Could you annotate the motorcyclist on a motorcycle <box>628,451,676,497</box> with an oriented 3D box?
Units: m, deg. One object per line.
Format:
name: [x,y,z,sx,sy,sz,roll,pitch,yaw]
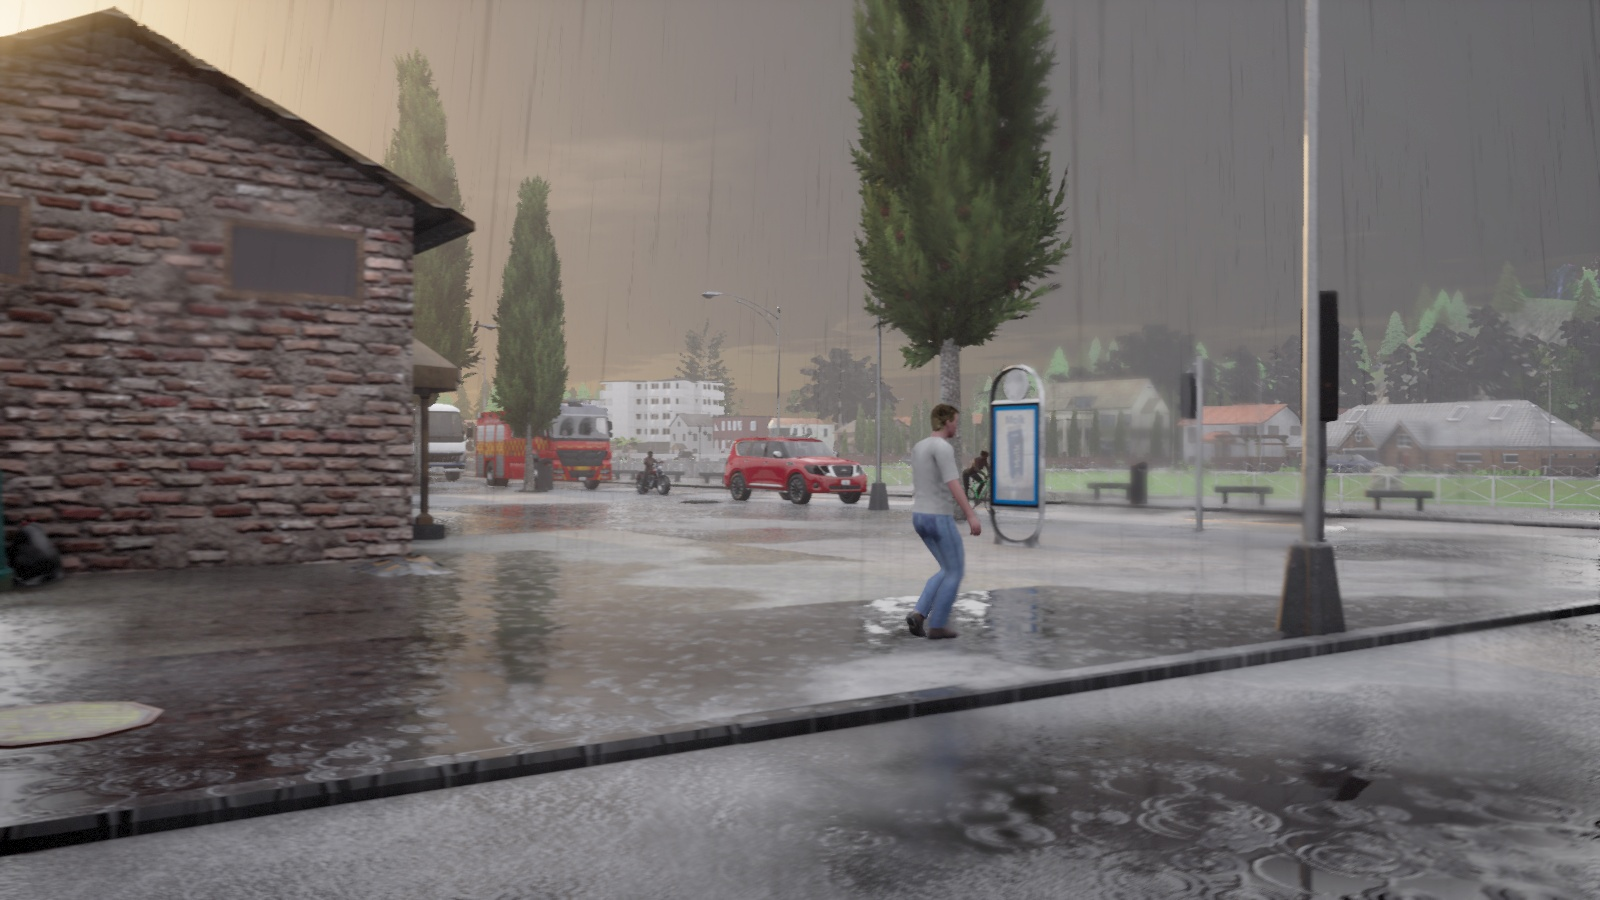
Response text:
motorcyclist on a motorcycle: [-5.470,0.857,46.311,0.766,1.649,2.350,0,0,-35]

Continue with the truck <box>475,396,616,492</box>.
truck: [-11.203,-0.225,54.540,2.891,3.827,8.468,0,0,-35]

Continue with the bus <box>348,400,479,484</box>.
bus: [-21.509,-0.379,69.326,3.944,4.253,10.273,0,0,-35]

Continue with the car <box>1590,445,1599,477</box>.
car: [52.536,0.692,77.900,2.150,2.045,5.566,0,0,-35]

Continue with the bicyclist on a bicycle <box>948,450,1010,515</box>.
bicyclist on a bicycle: [4.546,0.803,31.941,0.582,1.620,1.656,0,0,-35]

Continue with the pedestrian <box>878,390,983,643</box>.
pedestrian: [0.981,0.484,9.453,0.706,1.836,0.354,0,0,-26]

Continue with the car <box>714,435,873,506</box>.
car: [-0.302,0.597,38.900,2.150,2.045,5.566,0,0,-35]
